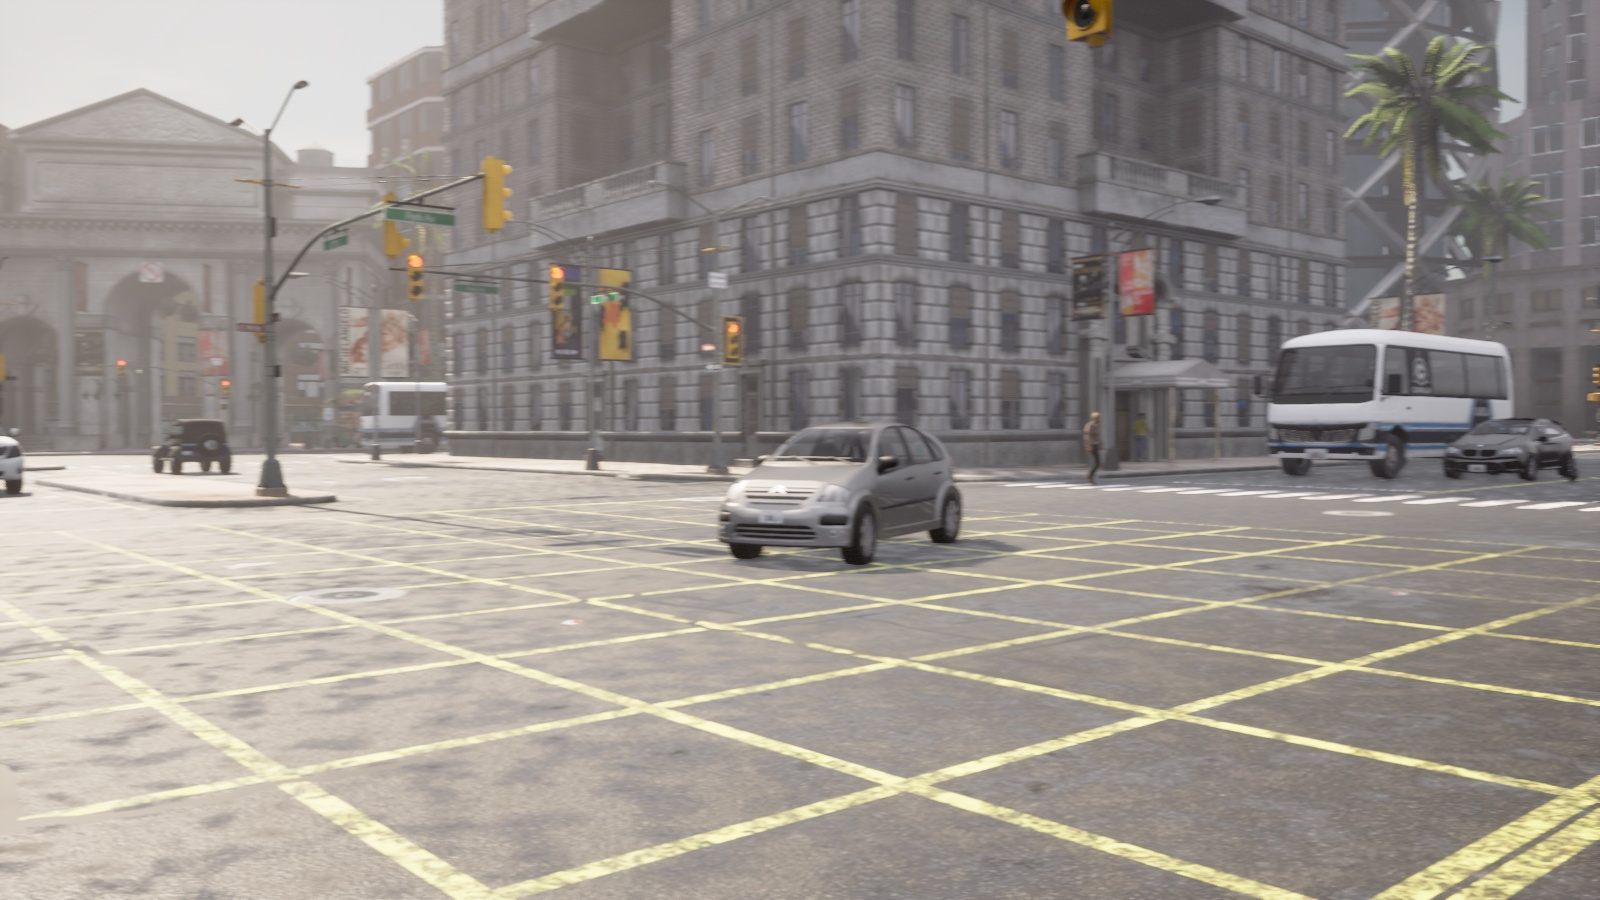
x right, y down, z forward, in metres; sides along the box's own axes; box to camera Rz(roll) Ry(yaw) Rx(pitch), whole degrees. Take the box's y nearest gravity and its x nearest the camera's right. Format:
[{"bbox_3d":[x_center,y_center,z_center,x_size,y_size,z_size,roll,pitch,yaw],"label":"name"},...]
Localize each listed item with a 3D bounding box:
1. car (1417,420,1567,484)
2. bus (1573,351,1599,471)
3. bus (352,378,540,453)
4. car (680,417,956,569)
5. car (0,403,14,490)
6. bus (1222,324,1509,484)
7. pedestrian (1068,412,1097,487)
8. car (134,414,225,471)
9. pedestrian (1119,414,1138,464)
[{"bbox_3d":[19.523,0.014,35.345,4.611,1.667,2.242,-1,2,-41],"label":"car"},{"bbox_3d":[32.987,-1.407,47.007,10.273,4.253,3.944,-1,1,-41],"label":"bus"},{"bbox_3d":[-21.375,-2.113,76.388,10.273,4.253,3.944,-2,2,-41],"label":"bus"},{"bbox_3d":[0.373,0.416,15.568,1.851,1.617,3.988,1,1,27],"label":"car"},{"bbox_3d":[-21.199,-0.119,31.015,2.150,2.045,5.566,-1,2,-41],"label":"car"},{"bbox_3d":[17.351,-1.266,38.069,10.273,4.253,3.944,0,1,-41],"label":"bus"},{"bbox_3d":[7.025,-0.015,31.254,0.331,1.846,0.634,-1,1,-40],"label":"pedestrian"},{"bbox_3d":[-21.587,-0.293,43.647,1.905,1.878,3.866,-1,2,-41],"label":"car"},{"bbox_3d":[12.106,-0.407,46.249,0.706,1.836,0.354,-1,2,-43],"label":"pedestrian"}]
